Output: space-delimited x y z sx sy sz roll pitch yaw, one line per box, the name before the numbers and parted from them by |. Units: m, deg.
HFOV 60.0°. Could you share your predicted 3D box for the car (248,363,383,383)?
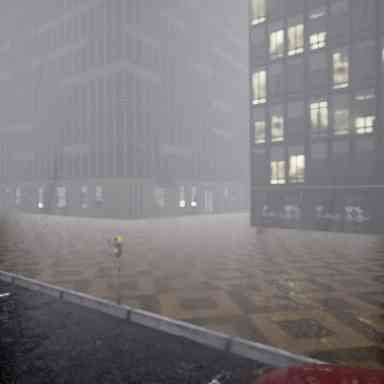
car | 2.071 1.582 1.408 4.206 1.307 1.802 0 -1 35
